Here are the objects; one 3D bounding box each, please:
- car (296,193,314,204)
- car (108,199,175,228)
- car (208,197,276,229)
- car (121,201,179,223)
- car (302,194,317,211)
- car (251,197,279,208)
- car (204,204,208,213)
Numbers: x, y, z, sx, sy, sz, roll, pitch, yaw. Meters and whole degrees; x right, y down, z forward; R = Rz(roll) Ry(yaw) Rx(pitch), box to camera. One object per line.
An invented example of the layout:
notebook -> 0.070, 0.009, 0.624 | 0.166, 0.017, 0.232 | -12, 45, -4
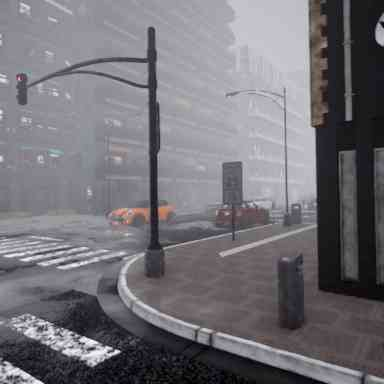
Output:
car -> 16.668, 1.250, 48.254 | 1.994, 1.385, 4.181 | -1, 0, 36
car -> -3.130, 1.255, 21.245 | 2.097, 1.767, 4.553 | -1, 0, 36
car -> 3.061, 1.207, 19.707 | 1.967, 1.590, 4.097 | -1, 0, 36
car -> -3.154, 1.471, 25.747 | 1.887, 1.381, 4.507 | -1, 0, 36
car -> 12.974, 1.202, 33.507 | 1.947, 1.339, 4.313 | -1, 0, 36
car -> 9.536, 1.323, 43.019 | 1.947, 1.339, 4.313 | -1, 0, 36
car -> 2.866, 1.396, 33.860 | 2.008, 1.369, 4.403 | -1, 0, 36
